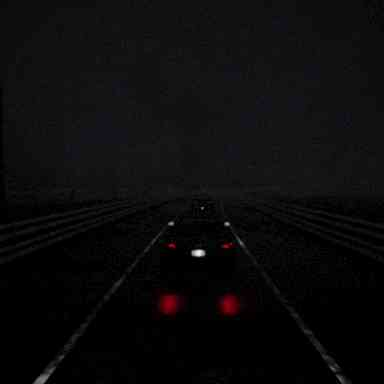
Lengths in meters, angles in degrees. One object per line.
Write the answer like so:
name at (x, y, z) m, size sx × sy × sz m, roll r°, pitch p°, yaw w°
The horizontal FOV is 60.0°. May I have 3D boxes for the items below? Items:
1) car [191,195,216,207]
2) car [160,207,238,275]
car at (0.937, 0.973, 27.545) m, size 2.128 × 1.511 × 4.902 m, roll 0°, pitch 1°, yaw 4°
car at (0.206, 1.377, 9.863) m, size 1.994 × 1.385 × 4.181 m, roll 0°, pitch 1°, yaw 2°
